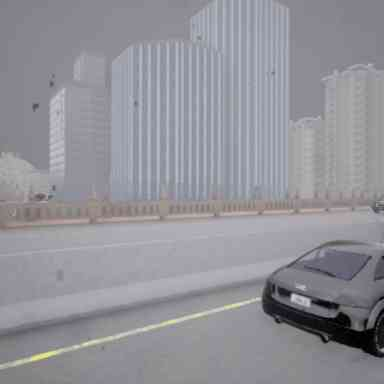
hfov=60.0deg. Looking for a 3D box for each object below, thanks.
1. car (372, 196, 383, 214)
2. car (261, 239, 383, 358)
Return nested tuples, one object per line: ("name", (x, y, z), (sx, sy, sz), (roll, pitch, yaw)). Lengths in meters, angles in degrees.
("car", (21.902, 1.323, 36.116), (5.566, 2.045, 2.150), (0, 0, -34))
("car", (3.257, 1.581, 6.106), (4.181, 1.385, 1.994), (0, 0, -35))
